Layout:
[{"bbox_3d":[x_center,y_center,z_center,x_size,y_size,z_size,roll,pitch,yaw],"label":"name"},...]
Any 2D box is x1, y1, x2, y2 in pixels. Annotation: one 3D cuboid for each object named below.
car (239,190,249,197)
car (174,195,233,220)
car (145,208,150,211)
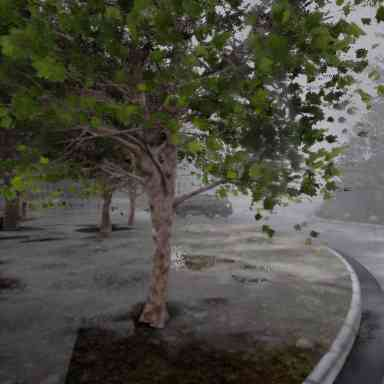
[{"bbox_3d":[10.542,0.195,63.333,1.946,1.575,5.366,0,3,38],"label":"car"},{"bbox_3d":[0.972,1.272,29.348,5.566,2.045,2.150,0,-1,42],"label":"car"},{"bbox_3d":[-2.304,1.609,35.278,5.357,1.411,2.033,0,0,25],"label":"car"}]
